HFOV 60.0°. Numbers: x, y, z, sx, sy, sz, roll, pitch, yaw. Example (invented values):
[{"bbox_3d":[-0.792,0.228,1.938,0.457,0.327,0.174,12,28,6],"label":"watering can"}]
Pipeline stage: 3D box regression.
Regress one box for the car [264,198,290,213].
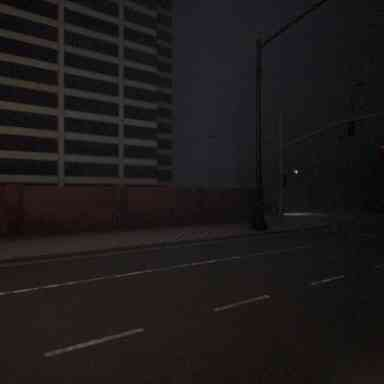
[{"bbox_3d":[8.606,1.499,37.042,1.837,1.490,4.892,0,0,-36],"label":"car"}]
